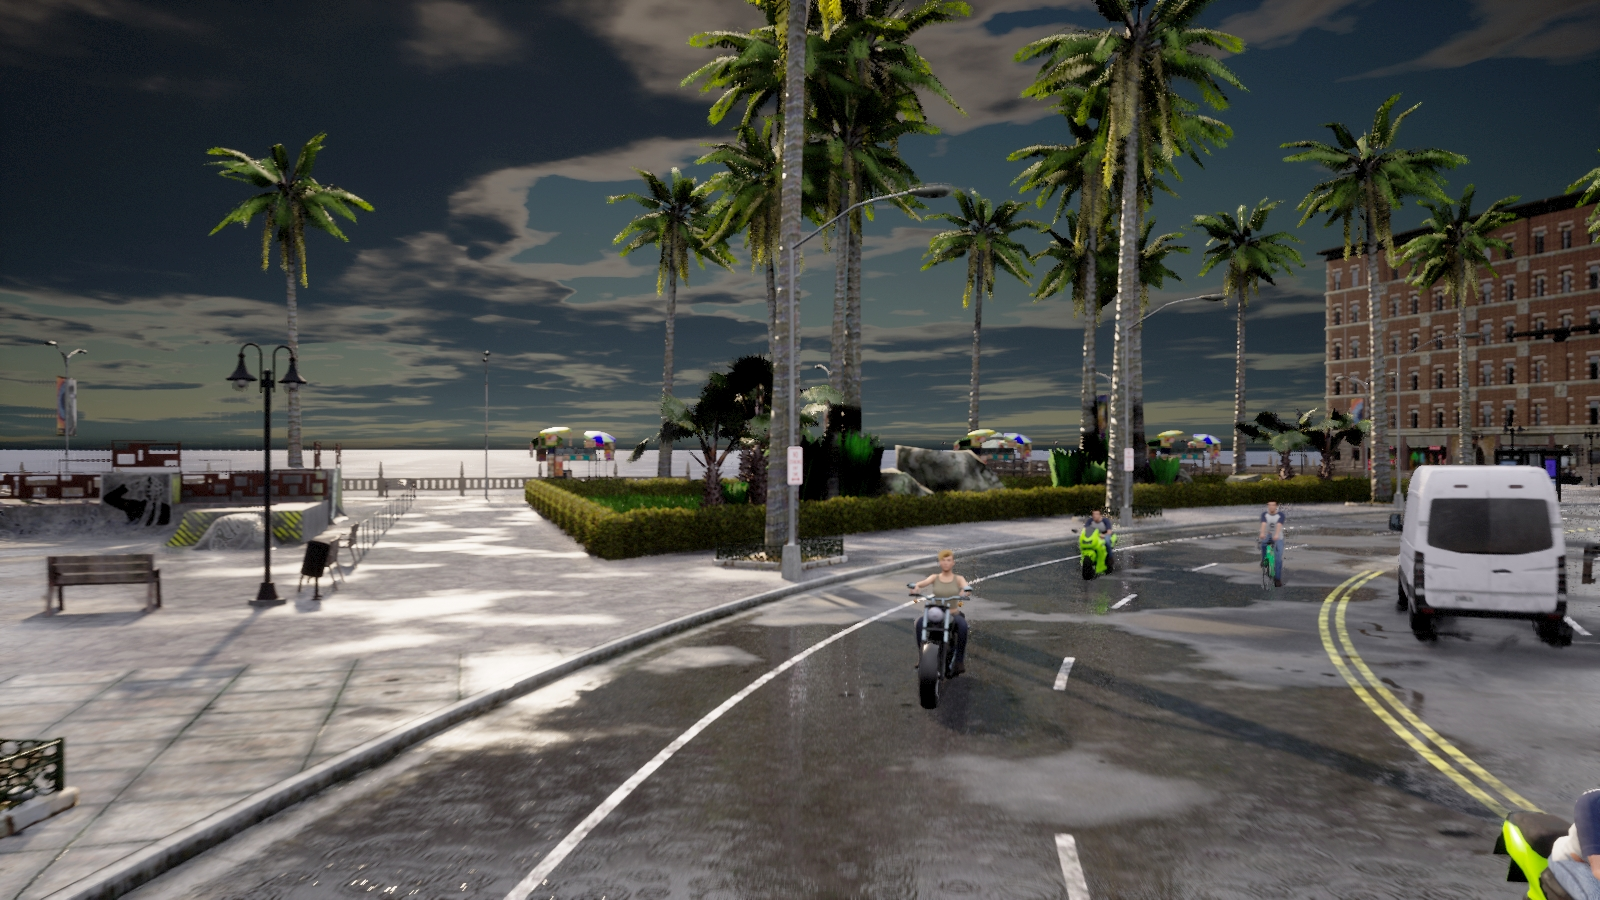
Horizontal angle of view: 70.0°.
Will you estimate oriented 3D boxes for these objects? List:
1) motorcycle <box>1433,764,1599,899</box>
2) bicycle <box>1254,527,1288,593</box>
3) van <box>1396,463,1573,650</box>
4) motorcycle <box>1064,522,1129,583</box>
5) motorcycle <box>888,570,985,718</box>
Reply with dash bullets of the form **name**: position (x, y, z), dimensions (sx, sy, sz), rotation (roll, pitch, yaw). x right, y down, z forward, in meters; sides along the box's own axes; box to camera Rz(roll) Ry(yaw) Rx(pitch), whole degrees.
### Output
- **motorcycle**: position (3.601, 2.213, 4.906), dimensions (0.803, 1.145, 2.033), rotation (1, 0, 6)
- **bicycle**: position (9.557, 2.207, 23.165), dimensions (0.373, 1.196, 1.643), rotation (0, 0, 32)
- **van**: position (11.235, 1.536, 19.158), dimensions (1.988, 2.561, 5.915), rotation (0, 0, 26)
- **motorcycle**: position (6.493, 2.214, 24.957), dimensions (0.803, 1.145, 2.033), rotation (0, 0, 32)
- **motorcycle**: position (1.625, 2.170, 13.251), dimensions (0.764, 1.277, 2.356), rotation (1, 0, 15)
